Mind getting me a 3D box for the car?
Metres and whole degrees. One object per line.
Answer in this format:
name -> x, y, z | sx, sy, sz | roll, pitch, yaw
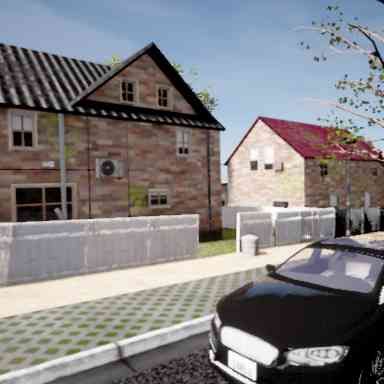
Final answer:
car -> 2.388, 1.521, 4.979 | 4.902, 1.511, 2.128 | 0, 0, -40
